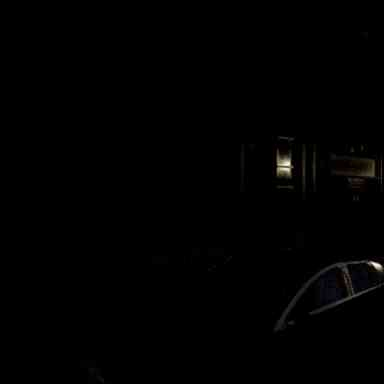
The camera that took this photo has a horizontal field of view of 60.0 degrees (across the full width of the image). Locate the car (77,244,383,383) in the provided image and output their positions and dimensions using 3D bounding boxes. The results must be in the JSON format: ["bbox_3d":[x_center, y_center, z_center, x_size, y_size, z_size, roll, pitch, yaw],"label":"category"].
[{"bbox_3d":[1.120,1.495,4.183,4.902,1.511,2.128,0,0,-36],"label":"car"}]
